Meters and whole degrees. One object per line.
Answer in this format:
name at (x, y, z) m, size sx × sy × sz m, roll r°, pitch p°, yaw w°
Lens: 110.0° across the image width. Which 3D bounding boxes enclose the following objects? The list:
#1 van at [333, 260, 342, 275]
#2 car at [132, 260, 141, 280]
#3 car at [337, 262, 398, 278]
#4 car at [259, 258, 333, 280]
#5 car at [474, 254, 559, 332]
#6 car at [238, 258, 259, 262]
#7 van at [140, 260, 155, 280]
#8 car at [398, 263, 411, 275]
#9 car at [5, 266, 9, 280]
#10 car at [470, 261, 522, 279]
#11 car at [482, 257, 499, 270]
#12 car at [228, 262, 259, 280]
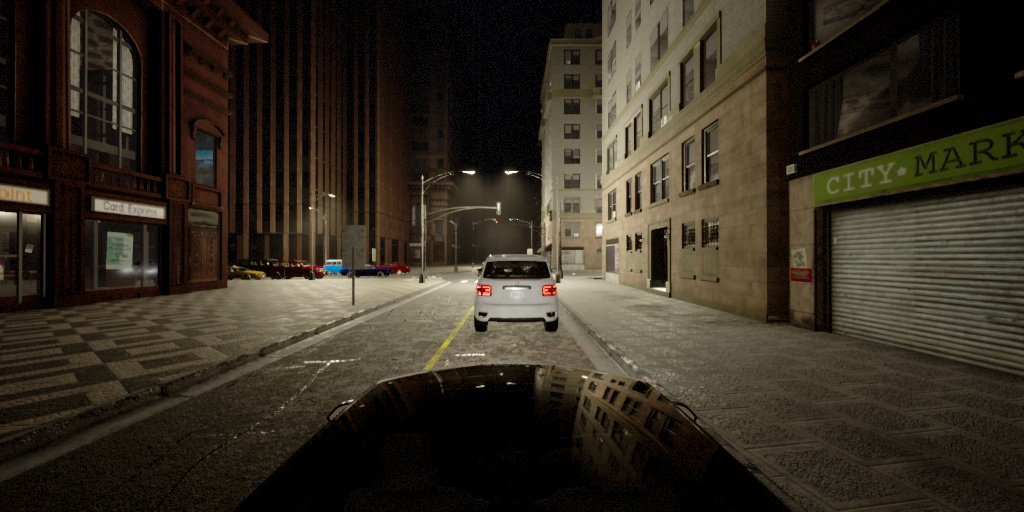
van at (-19.597, 1.340, 41.221) m, size 3.998 × 1.789 × 1.690 m, roll 0°, pitch 0°, yaw 0°
car at (-34.463, 1.372, 35.333) m, size 5.566 × 2.045 × 2.150 m, roll -1°, pitch 0°, yaw 0°
car at (-14.142, 1.506, 35.246) m, size 4.718 × 1.301 × 1.895 m, roll -1°, pitch 0°, yaw 0°
car at (-19.619, 1.273, 32.695) m, size 5.009 × 1.841 × 2.192 m, roll 0°, pitch 0°, yaw 0°
car at (0.101, 0.974, 11.007) m, size 2.150 × 2.045 × 5.566 m, roll 0°, pitch 0°, yaw 0°
car at (-24.107, 1.246, 35.276) m, size 5.566 × 2.045 × 2.150 m, roll -1°, pitch 0°, yaw -1°
van at (-30.867, 1.435, 32.736) m, size 3.998 × 1.789 × 1.690 m, roll 0°, pitch 0°, yaw 0°
car at (-13.973, 1.476, 41.200) m, size 4.507 × 1.381 × 1.888 m, roll 0°, pitch 0°, yaw 0°
car at (-47.740, 1.848, 32.798) m, size 4.403 × 1.370 × 2.007 m, roll 0°, pitch 0°, yaw 0°
car at (-1.351, 1.246, 32.943) m, size 1.837 × 1.490 × 4.892 m, roll -5°, pitch -3°, yaw 42°
car at (-3.107, 1.096, 51.725) m, size 2.097 × 1.767 × 4.553 m, roll 0°, pitch 0°, yaw 1°
car at (-25.073, 1.551, 32.715) m, size 4.829 × 1.417 × 1.751 m, roll 0°, pitch 0°, yaw 0°
